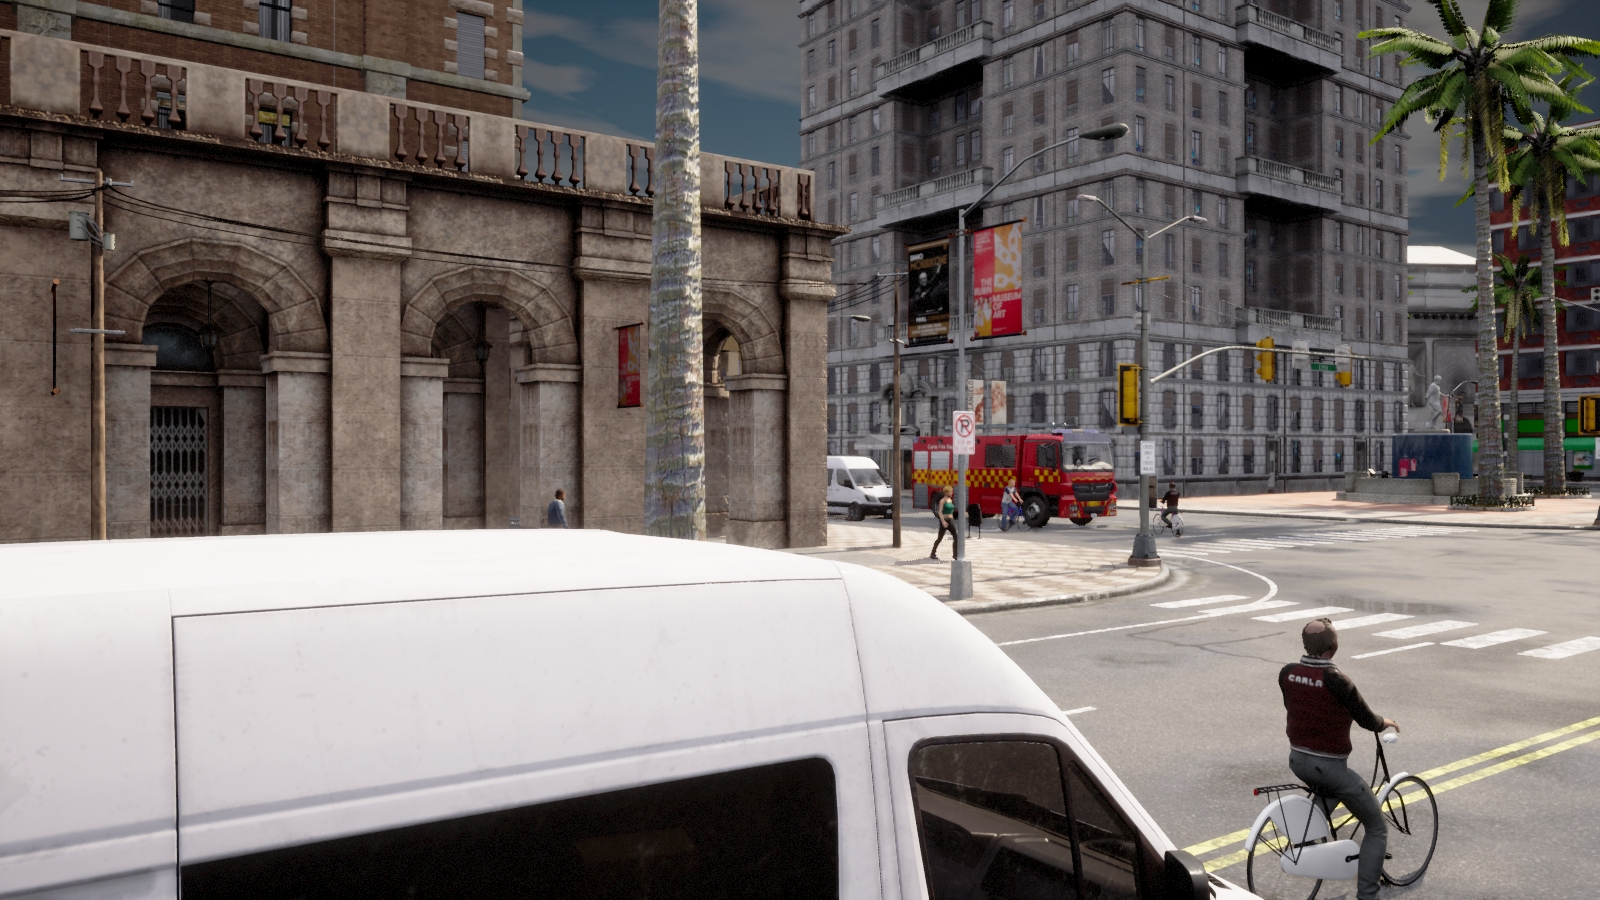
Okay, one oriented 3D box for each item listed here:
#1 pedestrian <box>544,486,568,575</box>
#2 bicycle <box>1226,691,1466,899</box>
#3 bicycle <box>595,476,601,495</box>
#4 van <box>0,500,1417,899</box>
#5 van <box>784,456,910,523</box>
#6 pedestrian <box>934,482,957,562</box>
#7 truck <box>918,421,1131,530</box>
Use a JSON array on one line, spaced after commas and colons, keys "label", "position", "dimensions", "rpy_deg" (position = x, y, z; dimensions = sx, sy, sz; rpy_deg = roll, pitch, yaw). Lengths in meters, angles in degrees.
[{"label": "pedestrian", "position": [-5.173, 1.696, 24.200], "dimensions": [0.375, 1.860, 0.375], "rpy_deg": [0, 0, -36]}, {"label": "bicycle", "position": [3.417, 2.210, 7.085], "dimensions": [1.835, 1.171, 0.329], "rpy_deg": [0, 0, -29]}, {"label": "bicycle", "position": [-12.612, 2.210, 71.312], "dimensions": [0.329, 1.171, 1.835], "rpy_deg": [0, 0, -13]}, {"label": "van", "position": [-0.760, 1.534, 3.254], "dimensions": [5.915, 2.561, 1.988], "rpy_deg": [0, 0, -35]}, {"label": "van", "position": [1.847, 1.534, 47.199], "dimensions": [1.988, 2.561, 5.915], "rpy_deg": [0, 0, -35]}, {"label": "pedestrian", "position": [3.443, 1.698, 27.076], "dimensions": [0.375, 1.860, 0.375], "rpy_deg": [0, 0, -40]}, {"label": "truck", "position": [8.452, 0.890, 44.320], "dimensions": [2.891, 3.827, 8.468], "rpy_deg": [0, 0, -35]}]
